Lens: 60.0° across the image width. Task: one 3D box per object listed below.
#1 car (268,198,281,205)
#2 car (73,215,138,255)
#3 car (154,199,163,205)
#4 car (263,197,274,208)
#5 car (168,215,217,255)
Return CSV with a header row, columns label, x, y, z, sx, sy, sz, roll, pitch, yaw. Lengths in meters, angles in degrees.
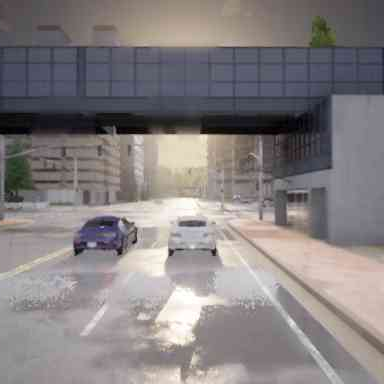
label,x,y,z,sx,sy,sz,roll,pitch,yaw
car,18.728,2.221,75.905,1.970,1.475,3.806,0,-1,0
car,-3.465,1.678,13.885,1.812,1.442,4.674,0,0,1
car,-8.005,2.391,79.709,1.812,1.442,4.674,0,-1,0
car,13.173,1.790,58.481,1.932,1.855,4.605,0,-1,0
car,0.035,1.678,13.883,1.812,1.442,4.674,0,0,1
